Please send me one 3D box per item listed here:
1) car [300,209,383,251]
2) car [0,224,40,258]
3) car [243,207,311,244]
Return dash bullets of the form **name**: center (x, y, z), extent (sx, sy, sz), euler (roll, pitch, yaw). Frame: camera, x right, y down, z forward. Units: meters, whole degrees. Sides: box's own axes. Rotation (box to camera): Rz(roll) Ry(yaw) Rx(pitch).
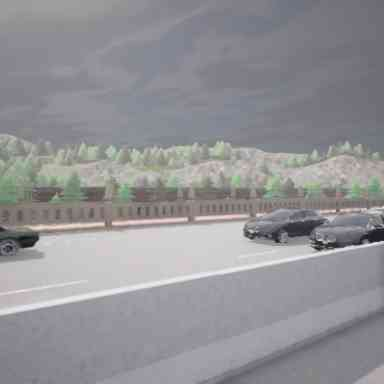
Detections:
- **car**: center (6.610, 1.506, 13.007), extent (4.892, 1.490, 1.837), euler (0, 0, -36)
- **car**: center (-7.868, 1.602, 11.280), extent (4.718, 1.301, 1.895), euler (0, 0, -36)
- **car**: center (4.576, 1.506, 15.855), extent (4.892, 1.490, 1.837), euler (0, 0, -35)
